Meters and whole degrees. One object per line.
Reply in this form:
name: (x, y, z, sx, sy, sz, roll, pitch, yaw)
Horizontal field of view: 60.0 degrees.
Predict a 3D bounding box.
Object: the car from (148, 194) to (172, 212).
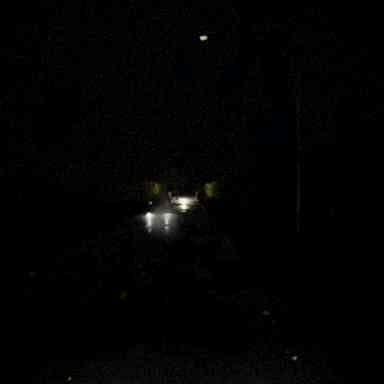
car: (-3.100, 0.999, 32.637, 2.097, 1.767, 4.553, 0, 1, -1)
